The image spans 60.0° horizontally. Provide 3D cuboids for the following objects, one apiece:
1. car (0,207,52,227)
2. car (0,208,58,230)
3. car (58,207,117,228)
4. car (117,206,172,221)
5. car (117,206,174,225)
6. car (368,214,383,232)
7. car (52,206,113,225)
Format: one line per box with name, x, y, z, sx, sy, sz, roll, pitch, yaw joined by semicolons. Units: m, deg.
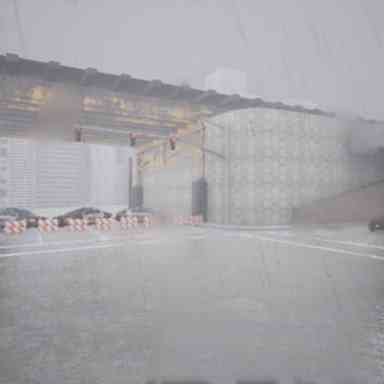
car;-12.738;1.773;24.172;4.536;1.218;1.853;0;-1;18
car;-12.688;1.930;24.153;4.974;1.542;2.038;0;-1;18
car;-8.543;1.967;26.165;2.038;1.542;4.974;-1;-1;28
car;-4.104;1.867;29.213;4.536;1.218;1.853;0;-1;3
car;-4.052;2.024;29.208;4.974;1.542;2.038;0;-1;3
car;13.922;1.900;22.152;5.008;1.535;1.882;1;-1;-27
car;-8.519;1.810;26.214;1.853;1.218;4.536;-1;-1;28
